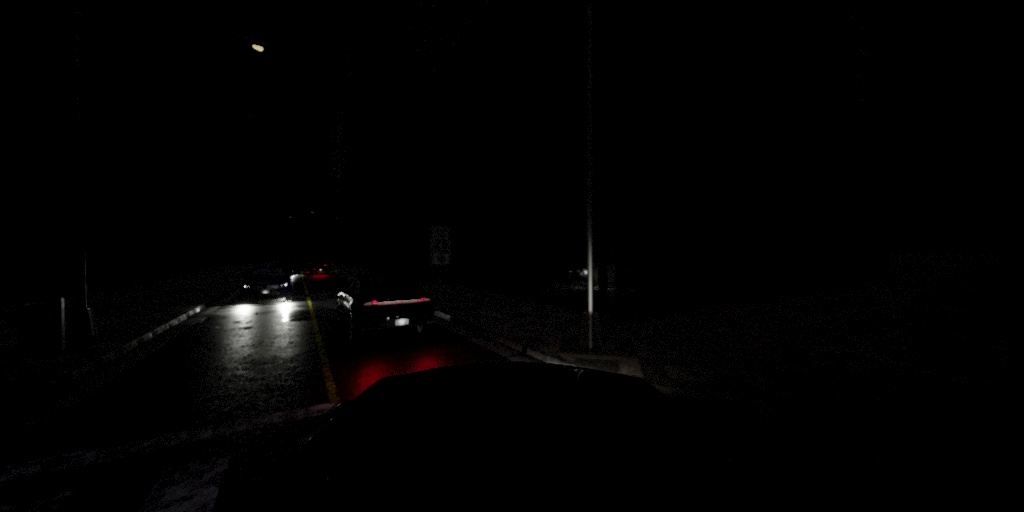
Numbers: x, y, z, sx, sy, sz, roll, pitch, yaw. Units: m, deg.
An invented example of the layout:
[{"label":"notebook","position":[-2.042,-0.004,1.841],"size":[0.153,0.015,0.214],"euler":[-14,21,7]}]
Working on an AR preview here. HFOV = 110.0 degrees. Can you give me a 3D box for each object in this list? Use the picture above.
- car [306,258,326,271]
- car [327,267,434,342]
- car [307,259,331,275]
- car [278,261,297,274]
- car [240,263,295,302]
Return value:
[{"label":"car","position":[-25.584,1.081,46.606],"size":[2.128,1.511,4.902],"euler":[-1,0,-30]},{"label":"car","position":[-3.617,1.206,9.816],"size":[2.128,1.511,4.902],"euler":[-1,0,-31]},{"label":"car","position":[-20.351,1.122,37.924],"size":[1.837,1.490,4.892],"euler":[-1,0,-30]},{"label":"car","position":[-23.481,1.204,37.145],"size":[1.994,1.385,4.181],"euler":[-1,0,-30]},{"label":"car","position":[-11.571,1.233,17.076],"size":[1.812,1.442,4.674],"euler":[-1,0,-31]}]
